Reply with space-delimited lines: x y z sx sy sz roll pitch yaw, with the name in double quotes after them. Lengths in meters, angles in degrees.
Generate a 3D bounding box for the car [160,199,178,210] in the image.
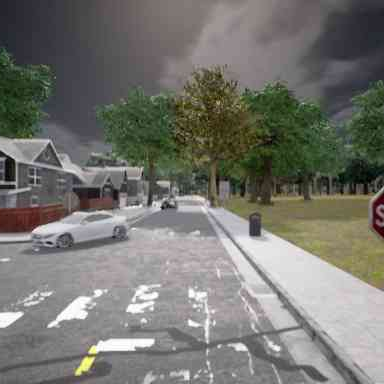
-2.813 1.561 41.980 1.994 1.385 4.181 0 0 0 "car"

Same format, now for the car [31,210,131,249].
-4.961 1.625 15.405 1.812 1.442 4.674 0 3 38 "car"
